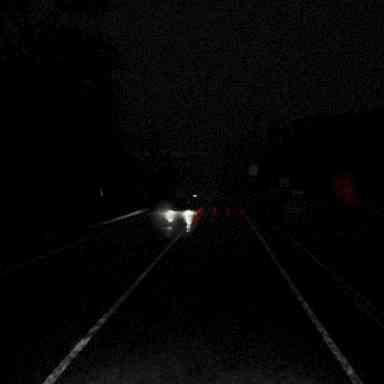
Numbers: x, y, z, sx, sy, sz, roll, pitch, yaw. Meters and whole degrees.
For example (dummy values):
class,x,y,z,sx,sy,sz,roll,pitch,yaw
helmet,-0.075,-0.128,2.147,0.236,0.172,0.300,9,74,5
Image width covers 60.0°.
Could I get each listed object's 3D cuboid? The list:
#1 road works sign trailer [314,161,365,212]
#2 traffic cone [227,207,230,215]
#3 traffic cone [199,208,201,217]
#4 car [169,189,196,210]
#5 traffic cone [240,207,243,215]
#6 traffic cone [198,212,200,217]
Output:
class,x,y,z,sx,sy,sz,roll,pitch,yaw
road works sign trailer,8.799,-0.248,21.084,2.880,2.380,3.560,-19,-27,29
traffic cone,2.697,1.402,24.503,0.340,0.580,0.340,1,1,6
traffic cone,0.322,1.467,20.728,0.340,0.580,0.340,1,1,6
car,-0.851,0.741,30.401,1.882,1.535,5.008,1,1,6
traffic cone,3.672,1.412,24.539,0.340,0.580,0.340,1,1,12
traffic cone,0.124,1.514,18.738,0.340,0.580,0.340,1,1,6
